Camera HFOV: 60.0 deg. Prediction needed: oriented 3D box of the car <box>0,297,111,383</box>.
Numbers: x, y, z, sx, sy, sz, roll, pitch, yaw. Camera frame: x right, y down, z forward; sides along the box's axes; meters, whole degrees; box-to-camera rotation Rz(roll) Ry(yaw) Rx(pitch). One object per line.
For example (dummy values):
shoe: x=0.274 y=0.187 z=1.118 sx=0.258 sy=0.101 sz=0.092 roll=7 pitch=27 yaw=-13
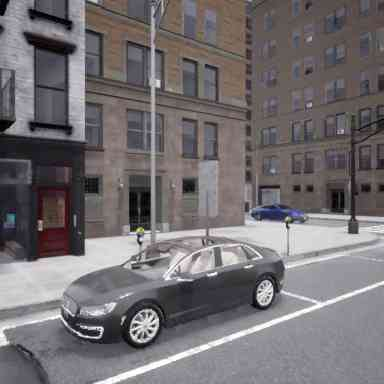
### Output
car: x=-3.018 y=1.547 z=0.787 sx=5.357 sy=1.411 sz=2.033 roll=0 pitch=0 yaw=-37

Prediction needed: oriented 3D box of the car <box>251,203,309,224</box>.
car: x=6.635 y=1.611 z=25.601 sx=1.812 sy=1.442 sz=4.674 roll=0 pitch=0 yaw=-39

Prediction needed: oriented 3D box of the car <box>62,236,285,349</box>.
car: x=-0.099 y=1.551 z=6.183 sx=4.403 sy=1.369 sz=2.008 roll=0 pitch=0 yaw=-37
